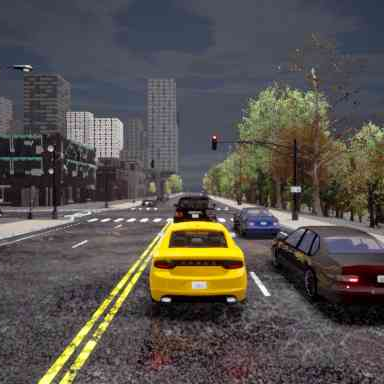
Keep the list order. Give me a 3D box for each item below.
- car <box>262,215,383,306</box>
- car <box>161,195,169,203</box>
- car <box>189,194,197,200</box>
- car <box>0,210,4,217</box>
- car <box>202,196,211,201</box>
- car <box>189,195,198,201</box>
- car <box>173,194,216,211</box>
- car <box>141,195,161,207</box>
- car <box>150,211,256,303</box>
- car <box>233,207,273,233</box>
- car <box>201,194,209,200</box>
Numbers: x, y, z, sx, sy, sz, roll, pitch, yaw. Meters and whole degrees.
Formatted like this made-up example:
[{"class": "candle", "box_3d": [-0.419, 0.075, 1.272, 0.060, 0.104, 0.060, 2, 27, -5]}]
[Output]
[{"class": "car", "box_3d": [3.374, 1.546, 8.249, 2.033, 1.411, 5.357, 0, 0, 1]}, {"class": "car", "box_3d": [-6.287, 1.484, 67.635, 1.837, 1.490, 4.892, 0, 0, 0]}, {"class": "car", "box_3d": [0.298, 1.324, 91.605, 2.128, 1.511, 4.902, 0, 0, 0]}, {"class": "car", "box_3d": [-19.855, 1.811, 30.818, 4.313, 1.339, 1.947, -1, 1, 0]}, {"class": "car", "box_3d": [3.515, 1.560, 81.623, 1.895, 1.301, 4.718, 0, 0, 0]}, {"class": "car", "box_3d": [0.263, 1.489, 81.187, 2.128, 1.511, 4.902, 0, 0, 0]}, {"class": "car", "box_3d": [0.159, 1.218, 18.180, 2.150, 2.045, 5.566, 0, 0, 0]}, {"class": "car", "box_3d": [-6.443, 1.476, 50.203, 2.128, 1.511, 4.902, 0, 0, 1]}, {"class": "car", "box_3d": [0.124, 1.476, 8.285, 1.882, 1.535, 5.008, 0, 0, 0]}, {"class": "car", "box_3d": [3.410, 1.544, 18.318, 2.033, 1.411, 5.357, 0, 0, 0]}, {"class": "car", "box_3d": [3.548, 1.299, 91.595, 1.837, 1.490, 4.892, 0, 0, 0]}]
